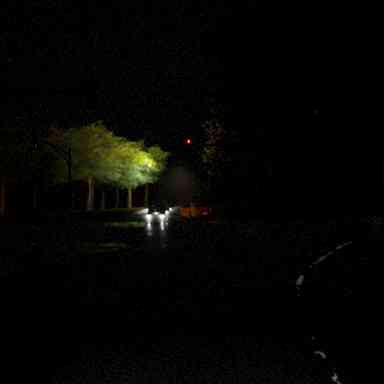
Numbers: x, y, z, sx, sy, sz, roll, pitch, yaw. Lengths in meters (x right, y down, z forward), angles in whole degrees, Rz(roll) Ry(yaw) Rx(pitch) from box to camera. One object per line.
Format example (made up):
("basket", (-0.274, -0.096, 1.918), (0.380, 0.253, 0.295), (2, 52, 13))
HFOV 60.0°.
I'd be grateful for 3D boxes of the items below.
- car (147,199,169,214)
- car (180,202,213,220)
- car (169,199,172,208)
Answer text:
("car", (-4.196, 1.896, 40.092), (1.837, 1.490, 4.892), (0, -1, -1))
("car", (0.302, 1.710, 30.887), (1.882, 1.535, 5.008), (0, -1, -19))
("car", (-4.420, 2.084, 49.848), (1.812, 1.442, 4.674), (0, -1, -1))
